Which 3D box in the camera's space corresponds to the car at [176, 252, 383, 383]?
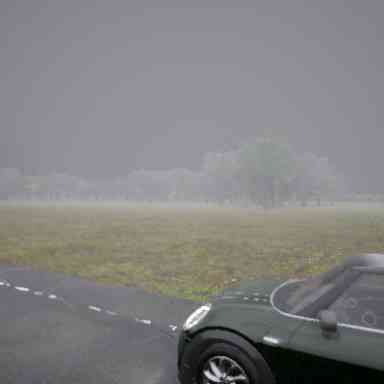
[{"bbox_3d":[2.065,1.457,3.536,4.553,1.767,2.097,0,-1,31],"label":"car"}]
